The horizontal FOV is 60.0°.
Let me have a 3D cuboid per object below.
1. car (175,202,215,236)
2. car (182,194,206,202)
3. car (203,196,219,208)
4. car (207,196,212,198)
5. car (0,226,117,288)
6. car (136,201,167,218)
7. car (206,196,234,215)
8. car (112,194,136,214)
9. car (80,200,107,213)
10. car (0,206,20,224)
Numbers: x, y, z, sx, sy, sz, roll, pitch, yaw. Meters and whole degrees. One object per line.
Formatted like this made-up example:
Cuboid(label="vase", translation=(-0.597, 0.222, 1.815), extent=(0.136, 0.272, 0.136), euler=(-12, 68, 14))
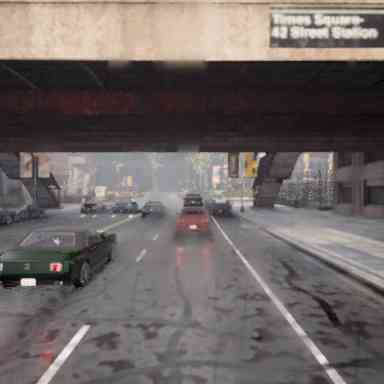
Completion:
Cuboid(label="car", translation=(0.073, 1.520, 18.203), extent=(1.812, 1.442, 4.674), euler=(0, 0, 0))
Cuboid(label="car", translation=(0.100, 1.208, 37.371), extent=(2.150, 2.045, 5.566), euler=(0, 0, 0))
Cuboid(label="car", translation=(2.877, 1.461, 50.317), extent=(2.097, 1.535, 5.008), euler=(0, 0, -1))
Cuboid(label="car", translation=(3.035, 1.338, 43.892), extent=(2.185, 1.767, 4.553), euler=(0, 0, -1))
Cuboid(label="car", translation=(-3.428, 1.600, 9.186), extent=(1.895, 1.301, 4.718), euler=(0, 0, 0))
Cuboid(label="car", translation=(-3.376, 1.540, 30.201), extent=(2.033, 1.411, 5.357), euler=(0, 0, 0))
Cuboid(label="car", translation=(3.033, 1.468, 33.117), extent=(2.231, 1.521, 4.892), euler=(0, 0, 9))
Cuboid(label="car", translation=(-7.072, 1.346, 35.464), extent=(2.097, 1.767, 4.553), euler=(0, 0, 0))
Cuboid(label="car", translation=(-10.573, 1.560, 35.990), extent=(1.994, 1.385, 4.181), euler=(0, 0, 0))
Cuboid(label="car", translation=(-13.664, 1.598, 21.838), extent=(1.895, 1.301, 4.718), euler=(0, 0, -1))
